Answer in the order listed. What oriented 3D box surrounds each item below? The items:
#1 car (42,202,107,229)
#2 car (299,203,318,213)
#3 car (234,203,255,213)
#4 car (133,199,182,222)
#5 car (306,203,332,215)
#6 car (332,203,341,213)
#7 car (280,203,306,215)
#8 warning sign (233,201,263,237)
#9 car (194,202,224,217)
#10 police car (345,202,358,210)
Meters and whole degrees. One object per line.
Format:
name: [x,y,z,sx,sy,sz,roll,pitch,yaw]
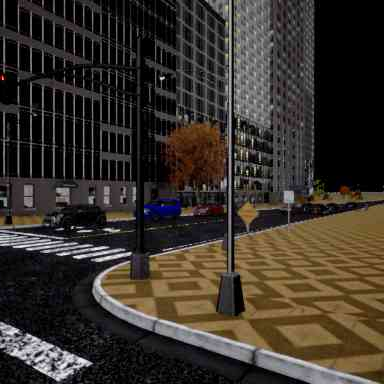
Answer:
car: [-8.428,1.648,24.099,2.097,1.767,4.553,0,-1,33]
car: [19.171,2.533,54.726,1.837,1.490,4.892,0,-1,33]
car: [7.589,2.371,48.861,2.033,1.411,5.357,0,-1,33]
car: [-3.210,1.689,32.191,2.150,2.045,5.566,0,-1,33]
car: [17.724,2.399,46.298,1.837,1.490,4.892,0,-1,33]
car: [23.125,2.574,54.687,1.837,1.490,4.892,0,-1,33]
car: [13.854,2.402,46.388,2.033,1.411,5.357,0,-1,33]
warning sign: [3.127,1.454,18.553,1.300,1.860,1.060,1,1,33]
car: [2.089,1.995,40.403,2.097,1.767,4.553,0,-1,33]
police car: [31.544,2.738,65.819,1.930,1.638,5.238,0,-1,33]
